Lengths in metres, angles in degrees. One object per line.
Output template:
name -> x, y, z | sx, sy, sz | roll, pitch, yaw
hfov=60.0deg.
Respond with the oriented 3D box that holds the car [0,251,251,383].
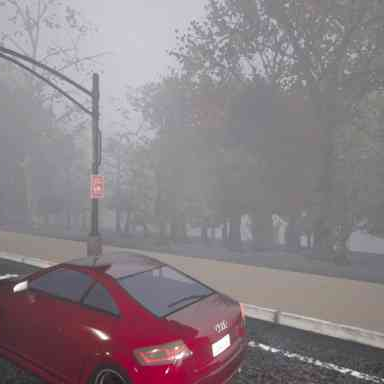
car -> -1.328, 1.563, 4.629 | 4.181, 1.385, 1.994 | 0, 0, 35
